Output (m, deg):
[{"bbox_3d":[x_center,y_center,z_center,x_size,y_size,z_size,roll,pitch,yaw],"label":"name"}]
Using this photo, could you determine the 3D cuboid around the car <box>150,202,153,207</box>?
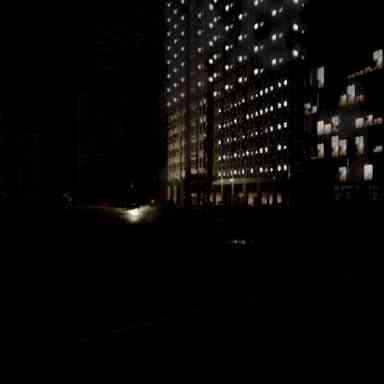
[{"bbox_3d":[-8.272,2.792,75.172,1.802,1.307,4.206,-1,-1,-26],"label":"car"}]

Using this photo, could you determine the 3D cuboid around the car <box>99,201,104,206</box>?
[{"bbox_3d":[-23.143,3.039,86.737,1.887,1.381,4.507,-1,-1,-26],"label":"car"}]

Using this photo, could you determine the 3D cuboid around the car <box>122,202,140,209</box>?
[{"bbox_3d":[-10.943,2.513,61.402,2.008,1.369,4.403,-1,-1,-26],"label":"car"}]

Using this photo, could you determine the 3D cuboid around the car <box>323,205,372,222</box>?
[{"bbox_3d":[13.690,1.840,29.566,2.008,1.369,4.403,-1,-1,-26],"label":"car"}]

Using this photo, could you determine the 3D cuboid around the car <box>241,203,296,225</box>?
[{"bbox_3d":[6.140,1.804,25.930,2.008,1.369,4.403,-1,-1,-26],"label":"car"}]

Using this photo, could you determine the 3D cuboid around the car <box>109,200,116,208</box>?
[{"bbox_3d":[-15.823,2.718,71.537,1.887,1.381,4.507,-1,-1,-26],"label":"car"}]

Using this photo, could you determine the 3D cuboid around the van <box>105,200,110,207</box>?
[{"bbox_3d":[-18.267,2.621,76.606,1.690,1.788,3.998,-1,-1,-26],"label":"van"}]

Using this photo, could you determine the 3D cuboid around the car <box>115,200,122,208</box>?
[{"bbox_3d":[-13.310,2.590,66.317,1.752,1.417,4.829,-1,-1,-26],"label":"car"}]

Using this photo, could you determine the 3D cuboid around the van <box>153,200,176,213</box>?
[{"bbox_3d":[-3.626,1.994,46.203,1.690,1.788,3.998,-1,-1,-26],"label":"van"}]

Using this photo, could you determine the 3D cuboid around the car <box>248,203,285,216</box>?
[{"bbox_3d":[8.809,2.054,39.701,1.947,1.339,4.313,-1,-1,-26],"label":"car"}]

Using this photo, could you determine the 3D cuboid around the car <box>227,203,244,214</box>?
[{"bbox_3d":[6.369,2.154,44.769,1.947,1.339,4.313,-1,-1,-26],"label":"car"}]
